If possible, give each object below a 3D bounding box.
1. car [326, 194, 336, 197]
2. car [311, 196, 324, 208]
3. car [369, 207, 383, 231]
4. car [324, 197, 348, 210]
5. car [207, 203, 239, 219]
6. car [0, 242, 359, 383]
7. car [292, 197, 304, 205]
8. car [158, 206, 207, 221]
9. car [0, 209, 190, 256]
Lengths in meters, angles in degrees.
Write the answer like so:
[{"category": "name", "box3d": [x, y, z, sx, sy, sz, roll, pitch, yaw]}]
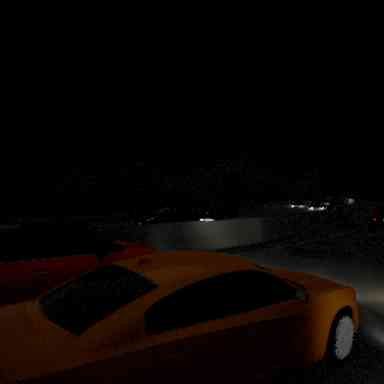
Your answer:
[{"category": "car", "box3d": [32.931, 1.581, 78.413, 2.150, 2.045, 5.566, 0, 0, 19]}, {"category": "car", "box3d": [20.522, 1.731, 54.277, 1.882, 1.535, 5.008, 0, 0, 22]}, {"category": "car", "box3d": [12.300, 1.607, 20.165, 2.033, 1.411, 5.357, 0, 0, 41]}, {"category": "car", "box3d": [17.797, 1.655, 40.425, 2.128, 1.511, 4.902, 0, -1, 29]}, {"category": "car", "box3d": [2.638, 1.697, 30.775, 1.994, 1.385, 4.181, 0, 0, 40]}, {"category": "car", "box3d": [0.139, 1.490, 4.093, 5.008, 1.535, 1.882, 0, 0, -37]}, {"category": "car", "box3d": [20.712, 1.682, 64.851, 2.097, 1.767, 4.553, 0, 0, 20]}, {"category": "car", "box3d": [-1.452, 1.608, 21.339, 4.674, 1.442, 1.812, 0, 0, -44]}, {"category": "car", "box3d": [-2.546, 1.374, 6.468, 4.553, 1.767, 2.097, 0, 0, -36]}]
